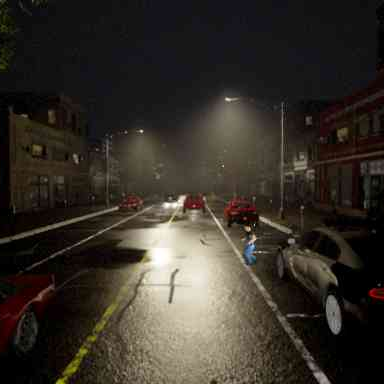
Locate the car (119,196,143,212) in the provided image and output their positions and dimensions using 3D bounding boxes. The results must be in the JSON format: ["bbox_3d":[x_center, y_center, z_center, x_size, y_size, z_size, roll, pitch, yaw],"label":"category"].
[{"bbox_3d":[-5.564,1.049,30.604,1.802,1.307,4.206,0,1,0],"label":"car"}]

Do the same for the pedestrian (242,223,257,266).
[{"bbox_3d":[1.669,1.410,9.391,0.375,1.300,0.375,-1,2,-3],"label":"pedestrian"}]

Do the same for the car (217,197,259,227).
[{"bbox_3d":[2.769,1.206,19.482,1.887,1.381,4.507,-1,1,0],"label":"car"}]

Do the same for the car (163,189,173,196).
[{"bbox_3d":[-5.378,0.137,74.947,1.967,1.590,4.097,0,1,0],"label":"car"}]

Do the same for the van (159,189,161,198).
[{"bbox_3d":[-5.426,0.231,63.859,1.690,1.788,3.998,0,1,0],"label":"van"}]

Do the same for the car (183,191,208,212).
[{"bbox_3d":[0.193,0.957,29.920,1.882,1.535,5.008,0,1,0],"label":"car"}]

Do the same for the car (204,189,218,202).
[{"bbox_3d":[2.887,0.702,47.368,1.752,1.417,4.829,-1,1,0],"label":"car"}]

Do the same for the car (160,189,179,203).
[{"bbox_3d":[-2.888,0.676,46.872,2.128,1.511,4.902,0,1,0],"label":"car"}]

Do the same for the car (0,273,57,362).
[{"bbox_3d":[-3.088,1.545,3.060,1.895,1.301,4.718,0,1,0],"label":"car"}]

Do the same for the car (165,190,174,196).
[{"bbox_3d":[-5.354,0.183,80.492,1.802,1.307,4.206,0,1,0],"label":"car"}]

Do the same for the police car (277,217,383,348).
[{"bbox_3d":[3.026,1.312,6.451,1.930,1.638,5.238,0,1,0],"label":"police car"}]

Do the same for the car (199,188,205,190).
[{"bbox_3d":[2.980,0.340,69.370,1.887,1.381,4.507,-1,1,0],"label":"car"}]
